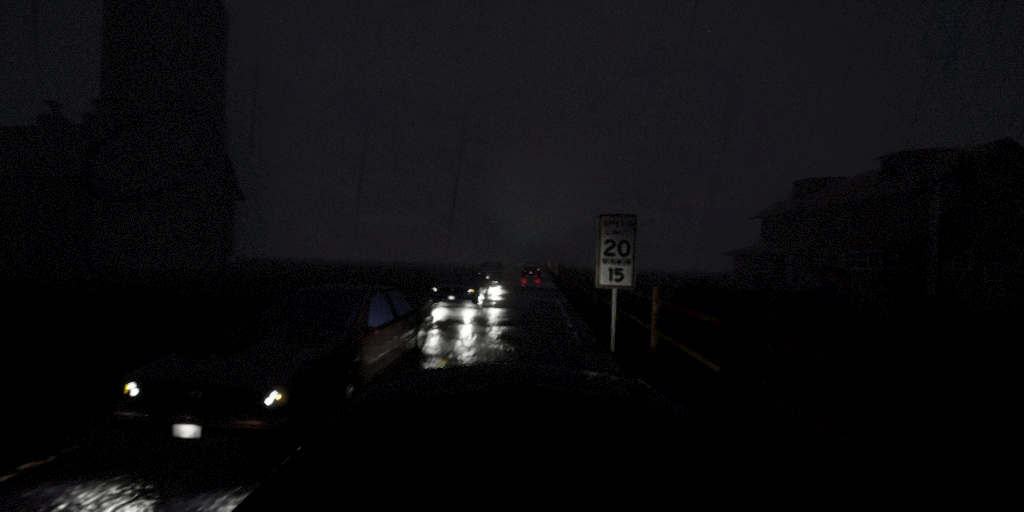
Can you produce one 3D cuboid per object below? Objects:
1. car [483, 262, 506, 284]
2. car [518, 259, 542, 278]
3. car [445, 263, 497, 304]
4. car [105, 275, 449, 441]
[{"bbox_3d":[-1.524,1.179,26.407,2.128,1.511,4.902,2,0,3],"label":"car"},{"bbox_3d":[1.898,1.347,35.447,1.812,1.442,4.674,2,0,4],"label":"car"},{"bbox_3d":[-2.129,1.211,16.276,2.033,1.411,5.357,2,0,4],"label":"car"},{"bbox_3d":[-2.743,1.188,5.872,2.033,1.411,5.357,2,0,4],"label":"car"}]
